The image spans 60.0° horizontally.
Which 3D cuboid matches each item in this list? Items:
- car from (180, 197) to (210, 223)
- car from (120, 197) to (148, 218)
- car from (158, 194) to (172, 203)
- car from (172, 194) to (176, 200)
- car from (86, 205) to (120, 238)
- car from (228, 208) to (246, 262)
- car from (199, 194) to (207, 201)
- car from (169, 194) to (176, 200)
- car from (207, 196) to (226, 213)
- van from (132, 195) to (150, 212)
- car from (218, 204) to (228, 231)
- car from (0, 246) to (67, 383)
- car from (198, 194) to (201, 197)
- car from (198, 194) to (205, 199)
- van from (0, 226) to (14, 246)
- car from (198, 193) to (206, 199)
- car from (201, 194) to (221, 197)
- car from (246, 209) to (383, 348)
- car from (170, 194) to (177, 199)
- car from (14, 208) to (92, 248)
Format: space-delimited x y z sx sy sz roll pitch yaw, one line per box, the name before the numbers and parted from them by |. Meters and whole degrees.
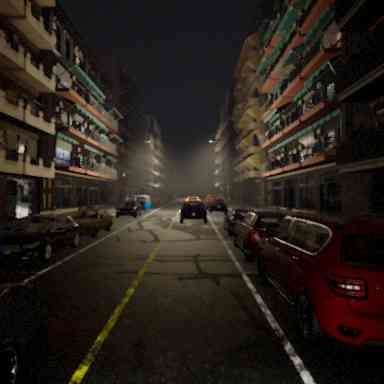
car | 0.113 1.375 24.873 1.882 1.535 5.008 0 0 0
car | -5.291 1.436 28.438 2.008 1.369 4.403 1 0 0
car | -5.275 1.309 61.653 1.752 1.417 4.829 1 0 0
car | -5.271 1.319 72.950 1.947 1.339 4.313 1 0 0
car | -5.295 1.449 17.139 1.752 1.417 4.829 1 0 0
car | 2.583 1.384 11.778 1.967 1.590 4.097 1 0 0
car | 2.612 1.265 78.712 1.752 1.417 4.829 1 0 0
car | -5.263 1.244 89.472 1.752 1.417 4.829 1 0 0
car | 2.592 1.433 34.030 1.947 1.339 4.313 1 0 0
van | -5.285 1.209 34.001 1.690 1.788 3.998 1 0 0
car | 2.584 1.504 17.339 1.802 1.307 4.206 1 0 0
car | -2.843 1.536 2.115 2.033 1.411 5.357 0 0 0
car | 0.120 1.321 41.511 1.882 1.535 5.008 0 0 0
car | 2.619 1.291 95.232 1.802 1.307 4.206 1 0 0
van | -5.296 1.308 6.181 1.690 1.788 3.998 1 0 0
car | 2.618 1.158 89.668 1.967 1.590 4.097 1 0 0
car | 2.598 1.165 39.594 2.192 1.841 5.009 1 0 0
car | 2.583 1.281 6.213 2.192 1.841 5.009 1 0 0
car | -5.260 1.235 95.036 1.752 1.417 4.829 1 0 0
car | -5.298 1.495 11.747 2.008 1.369 4.403 1 0 0
